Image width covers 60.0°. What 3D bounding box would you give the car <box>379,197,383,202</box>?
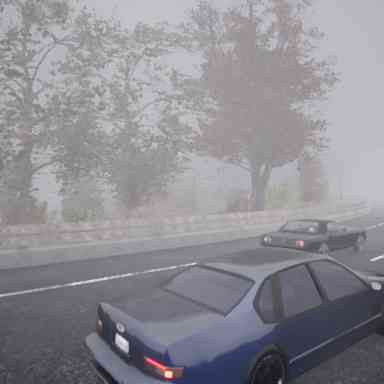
[{"bbox_3d":[46.661,1.854,79.601,1.895,1.301,4.718,0,0,6],"label":"car"}]

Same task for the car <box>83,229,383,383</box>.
[{"bbox_3d":[1.271,1.566,4.888,5.357,1.411,2.033,0,0,-38],"label":"car"}]

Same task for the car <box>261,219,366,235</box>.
[{"bbox_3d":[4.665,1.644,12.295,4.718,1.301,1.895,0,0,-41],"label":"car"}]
